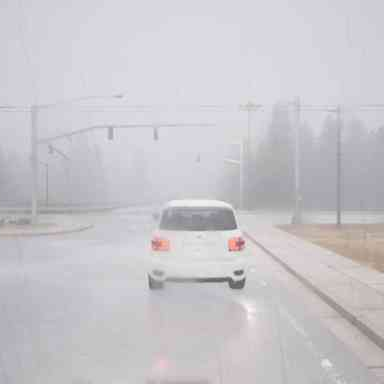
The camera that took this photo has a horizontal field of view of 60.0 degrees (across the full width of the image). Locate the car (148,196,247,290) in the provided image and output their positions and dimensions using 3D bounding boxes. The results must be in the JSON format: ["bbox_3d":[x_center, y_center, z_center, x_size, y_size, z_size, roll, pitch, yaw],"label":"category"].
[{"bbox_3d":[0.066,1.211,9.220,2.150,2.045,5.566,0,0,-2],"label":"car"}]

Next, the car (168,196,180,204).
[{"bbox_3d":[-3.453,1.517,65.175,1.994,1.385,4.181,0,0,1],"label":"car"}]

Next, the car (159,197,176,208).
[{"bbox_3d":[-3.585,1.457,48.750,2.128,1.511,4.902,0,0,0],"label":"car"}]
